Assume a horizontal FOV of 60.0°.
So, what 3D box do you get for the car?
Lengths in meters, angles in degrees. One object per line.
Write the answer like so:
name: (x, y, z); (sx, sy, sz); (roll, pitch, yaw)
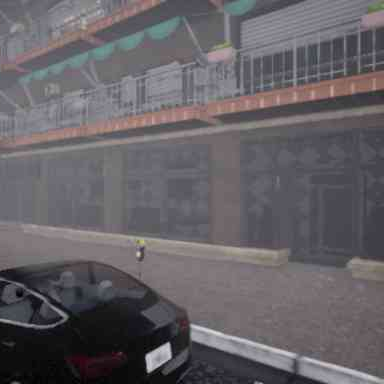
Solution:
car: (-2.000, 1.566, 4.299); (4.313, 1.339, 1.947); (0, 0, 35)
